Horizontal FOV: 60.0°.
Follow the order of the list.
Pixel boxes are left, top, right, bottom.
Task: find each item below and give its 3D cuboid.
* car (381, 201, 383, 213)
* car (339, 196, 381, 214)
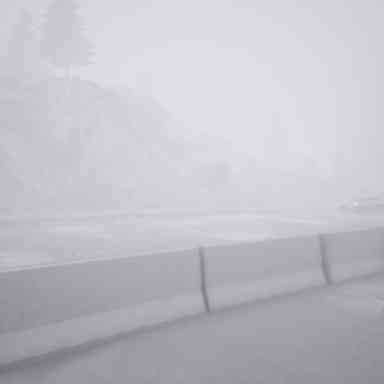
[{"bbox_3d":[20.075,1.384,30.569,4.674,1.442,1.812,0,0,-23],"label":"car"},{"bbox_3d":[16.815,1.204,32.962,4.553,1.767,2.097,0,0,-23],"label":"car"}]
